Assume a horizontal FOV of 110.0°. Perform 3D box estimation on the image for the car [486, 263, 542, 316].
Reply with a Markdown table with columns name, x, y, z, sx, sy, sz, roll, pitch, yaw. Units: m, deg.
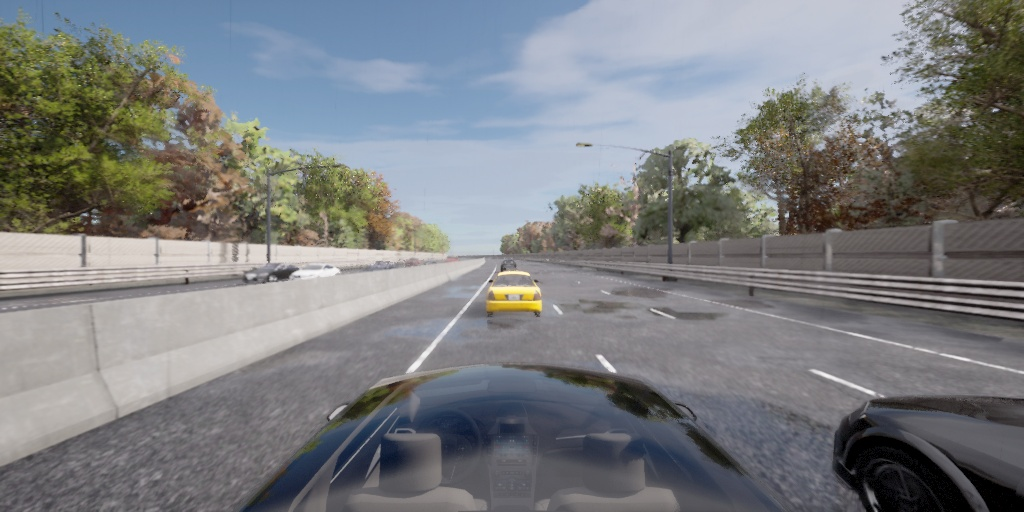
| name | x | y | z | sx | sy | sz | roll | pitch | yaw |
| --- | --- | --- | --- | --- | --- | --- | --- | --- | --- |
| car | 0.052 | 1.210 | 13.237 | 1.801 | 1.575 | 5.366 | 0 | 0 | 0 |

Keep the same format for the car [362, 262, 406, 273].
| name | x | y | z | sx | sy | sz | roll | pitch | yaw |
| --- | --- | --- | --- | --- | --- | --- | --- | --- | --- |
| car | -10.834 | 1.251 | 29.892 | 2.128 | 1.511 | 4.902 | 0 | 0 | -1 |

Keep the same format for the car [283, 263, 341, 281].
| name | x | y | z | sx | sy | sz | roll | pitch | yaw |
| --- | --- | --- | --- | --- | --- | --- | --- | --- | --- |
| car | -14.282 | 1.285 | 26.350 | 1.812 | 1.442 | 4.674 | 0 | 0 | -1 |

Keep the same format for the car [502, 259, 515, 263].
| name | x | y | z | sx | sy | sz | roll | pitch | yaw |
| --- | --- | --- | --- | --- | --- | --- | --- | --- | --- |
| car | -0.428 | 1.195 | 44.340 | 2.033 | 1.649 | 4.856 | 0 | 0 | -1 |

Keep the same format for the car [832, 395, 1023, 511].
| name | x | y | z | sx | sy | sz | roll | pitch | yaw |
| --- | --- | --- | --- | --- | --- | --- | --- | --- | --- |
| car | 3.591 | 1.313 | 1.151 | 1.994 | 1.385 | 4.181 | 0 | 0 | 0 |

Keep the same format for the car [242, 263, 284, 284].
| name | x | y | z | sx | sy | sz | roll | pitch | yaw |
| --- | --- | --- | --- | --- | --- | --- | --- | --- | --- |
| car | -17.789 | 1.251 | 26.792 | 2.128 | 1.511 | 4.902 | 0 | 0 | -1 |
